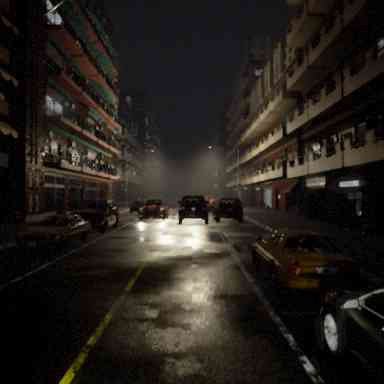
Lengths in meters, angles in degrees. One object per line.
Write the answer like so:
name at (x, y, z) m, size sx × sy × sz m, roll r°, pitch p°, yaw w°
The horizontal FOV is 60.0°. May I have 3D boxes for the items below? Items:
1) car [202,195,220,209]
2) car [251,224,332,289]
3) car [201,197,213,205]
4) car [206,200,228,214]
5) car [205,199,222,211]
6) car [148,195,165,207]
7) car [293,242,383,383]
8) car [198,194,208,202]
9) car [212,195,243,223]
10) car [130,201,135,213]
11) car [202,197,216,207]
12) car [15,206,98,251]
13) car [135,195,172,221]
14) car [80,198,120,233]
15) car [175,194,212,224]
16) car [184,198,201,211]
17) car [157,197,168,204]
car at (2.691, 1.355, 47.747) m, size 2.192 × 1.841 × 5.009 m, roll 1°, pitch 0°, yaw 0°
car at (2.699, 1.532, 8.942) m, size 1.752 × 1.417 × 4.829 m, roll 1°, pitch 0°, yaw 0°
car at (2.685, 1.618, 58.883) m, size 1.947 × 1.339 × 4.313 m, roll 1°, pitch 0°, yaw 0°
car at (2.691, 1.580, 36.611) m, size 2.008 × 1.369 × 4.403 m, roll 1°, pitch 0°, yaw 0°
car at (2.689, 1.580, 42.179) m, size 1.887 × 1.381 × 4.507 m, roll 1°, pitch 0°, yaw 0°
car at (-5.691, 1.361, 53.346) m, size 2.192 × 1.841 × 5.009 m, roll 1°, pitch 0°, yaw 0°
car at (2.700, 1.553, 3.204) m, size 2.008 × 1.369 × 4.403 m, roll 1°, pitch 0°, yaw 0°
car at (2.682, 1.391, 81.155) m, size 2.192 × 1.841 × 5.009 m, roll 1°, pitch 0°, yaw 0°
car at (2.697, 1.335, 25.476) m, size 2.192 × 1.841 × 5.009 m, roll 1°, pitch 0°, yaw 0°
car at (-5.690, 1.596, 36.643) m, size 1.947 × 1.339 × 4.313 m, roll 1°, pitch 0°, yaw 0°
car at (2.686, 1.597, 53.315) m, size 2.008 × 1.369 × 4.403 m, roll 1°, pitch 0°, yaw 0°
car at (-5.684, 1.536, 14.201) m, size 1.752 × 1.417 × 4.829 m, roll 1°, pitch 0°, yaw 0°
car at (-3.106, 1.373, 27.542) m, size 2.097 × 1.767 × 4.553 m, roll 0°, pitch 0°, yaw 0°
car at (-5.682, 1.330, 19.939) m, size 2.192 × 1.841 × 5.009 m, roll 1°, pitch 0°, yaw 0°
car at (0.093, 1.243, 25.268) m, size 2.150 × 2.045 × 5.566 m, roll 0°, pitch 0°, yaw 0°
car at (0.088, 1.527, 43.233) m, size 2.128 × 1.511 × 4.902 m, roll 0°, pitch 0°, yaw 0°
car at (-5.697, 1.640, 64.482) m, size 1.802 × 1.307 × 4.206 m, roll 1°, pitch 0°, yaw 0°
